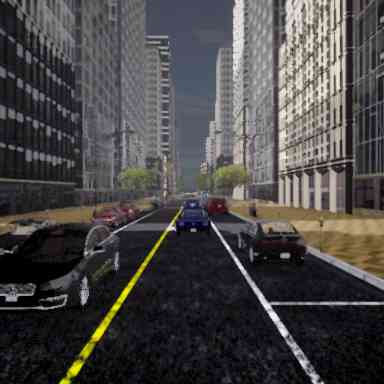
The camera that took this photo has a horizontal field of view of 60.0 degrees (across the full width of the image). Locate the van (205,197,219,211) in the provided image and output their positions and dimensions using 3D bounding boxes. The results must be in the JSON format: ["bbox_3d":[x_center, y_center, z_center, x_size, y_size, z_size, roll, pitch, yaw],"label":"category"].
[{"bbox_3d":[2.661,1.563,45.854,1.690,1.788,3.998,-1,0,0],"label":"van"}]

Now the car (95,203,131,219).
[{"bbox_3d":[-5.707,1.697,23.114,1.802,1.307,4.206,-1,0,0],"label":"car"}]

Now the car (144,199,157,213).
[{"bbox_3d":[-5.715,1.722,39.996,1.752,1.417,4.829,-1,0,0],"label":"car"}]

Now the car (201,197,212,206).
[{"bbox_3d":[2.653,1.743,62.904,1.967,1.590,4.097,-1,0,0],"label":"car"}]

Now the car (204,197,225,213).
[{"bbox_3d":[2.663,1.510,40.171,2.192,1.841,5.009,-1,0,0],"label":"car"}]

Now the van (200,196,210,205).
[{"bbox_3d":[2.650,1.671,68.588,1.690,1.788,3.998,-1,0,0],"label":"van"}]

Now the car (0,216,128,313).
[{"bbox_3d":[-3.002,1.546,7.970,1.837,1.490,4.892,0,0,0],"label":"car"}]

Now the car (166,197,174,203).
[{"bbox_3d":[-5.736,1.993,85.634,1.802,1.307,4.206,-1,0,0],"label":"car"}]

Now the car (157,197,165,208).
[{"bbox_3d":[-5.721,1.818,51.533,1.947,1.339,4.313,-1,0,0],"label":"car"}]

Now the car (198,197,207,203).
[{"bbox_3d":[2.645,1.959,85.638,2.008,1.369,4.403,-1,0,0],"label":"car"}]

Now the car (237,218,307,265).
[{"bbox_3d":[2.678,1.608,11.751,2.008,1.369,4.403,-1,0,0],"label":"car"}]

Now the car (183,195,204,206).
[{"bbox_3d":[0.081,1.540,38.510,2.097,1.767,4.553,0,0,0],"label":"car"}]

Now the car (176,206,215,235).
[{"bbox_3d":[0.086,1.696,19.284,1.895,1.301,4.718,0,0,0],"label":"car"}]

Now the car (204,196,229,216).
[{"bbox_3d":[2.665,1.483,34.487,2.192,1.841,5.009,-1,0,0],"label":"car"}]

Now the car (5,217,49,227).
[{"bbox_3d":[-5.702,1.611,11.747,2.008,1.369,4.403,-1,0,0],"label":"car"}]

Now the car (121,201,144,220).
[{"bbox_3d":[-5.711,1.583,28.798,1.967,1.590,4.097,-1,0,0],"label":"car"}]

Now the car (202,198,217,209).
[{"bbox_3d":[2.659,1.690,51.537,1.967,1.590,4.097,-1,0,0],"label":"car"}]

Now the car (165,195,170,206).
[{"bbox_3d":[-5.726,1.856,62.900,2.008,1.369,4.403,-1,0,0],"label":"car"}]

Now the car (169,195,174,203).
[{"bbox_3d":[-5.732,1.799,74.267,1.967,1.590,4.097,-1,0,0],"label":"car"}]
